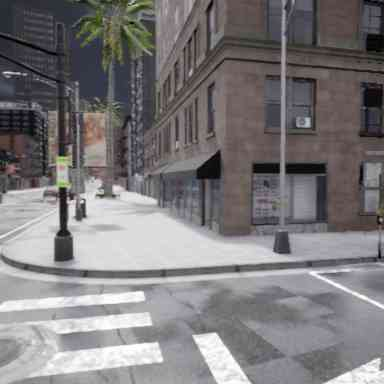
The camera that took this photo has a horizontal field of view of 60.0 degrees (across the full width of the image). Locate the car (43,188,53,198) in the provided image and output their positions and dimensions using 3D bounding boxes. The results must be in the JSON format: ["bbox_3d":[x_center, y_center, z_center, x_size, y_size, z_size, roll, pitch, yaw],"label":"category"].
[{"bbox_3d":[-22.767,0.080,53.805,2.128,1.511,4.902,-1,2,-14],"label":"car"}]

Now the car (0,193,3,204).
[{"bbox_3d":[-21.678,0.582,35.398,2.128,1.511,4.902,-1,2,-14],"label":"car"}]

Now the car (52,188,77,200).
[{"bbox_3d":[-17.268,0.273,45.311,1.882,1.535,5.008,-1,2,-14],"label":"car"}]
